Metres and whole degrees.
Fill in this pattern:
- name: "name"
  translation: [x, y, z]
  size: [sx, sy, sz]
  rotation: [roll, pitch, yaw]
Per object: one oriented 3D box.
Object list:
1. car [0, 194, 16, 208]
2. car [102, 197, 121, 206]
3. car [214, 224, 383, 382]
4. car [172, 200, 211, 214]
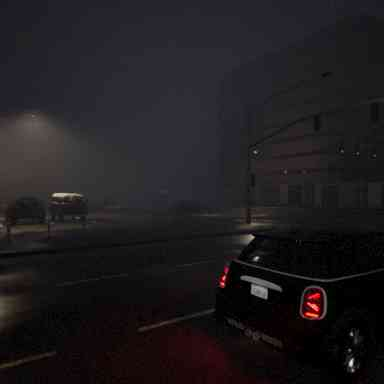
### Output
- name: "car"
  translation: [-31.674, 1.207, 56.493]
  size: [1.932, 1.855, 4.605]
  rotation: [0, 0, -35]
- name: "car"
  translation: [-13.296, 1.575, 54.786]
  size: [1.812, 1.442, 4.674]
  rotation: [0, 0, -35]
- name: "car"
  translation: [2.636, 1.351, 5.682]
  size: [4.553, 1.767, 2.097]
  rotation: [0, 0, -35]
- name: "car"
  translation: [-0.184, 1.597, 36.234]
  size: [2.033, 1.411, 5.357]
  rotation: [0, 0, -35]
